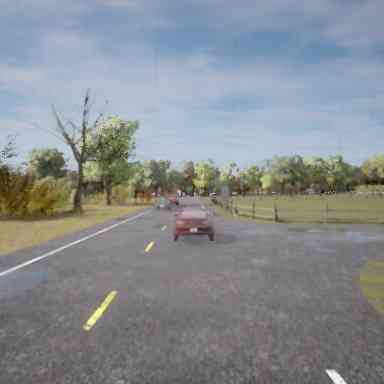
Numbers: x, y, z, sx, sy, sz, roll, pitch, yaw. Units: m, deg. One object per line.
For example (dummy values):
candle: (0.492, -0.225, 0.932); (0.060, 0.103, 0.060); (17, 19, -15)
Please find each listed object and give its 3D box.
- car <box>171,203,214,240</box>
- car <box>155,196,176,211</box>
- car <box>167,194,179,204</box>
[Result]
car: (0.080, 1.501, 16.660); (1.812, 1.442, 4.674); (-1, 0, 0)
car: (-3.589, 1.577, 42.630); (2.128, 1.511, 4.902); (0, 0, 0)
car: (-3.530, 1.339, 59.804); (2.150, 2.045, 5.566); (0, 0, 1)
